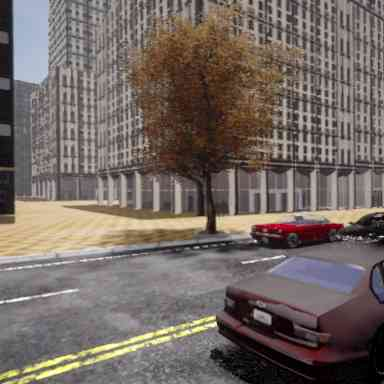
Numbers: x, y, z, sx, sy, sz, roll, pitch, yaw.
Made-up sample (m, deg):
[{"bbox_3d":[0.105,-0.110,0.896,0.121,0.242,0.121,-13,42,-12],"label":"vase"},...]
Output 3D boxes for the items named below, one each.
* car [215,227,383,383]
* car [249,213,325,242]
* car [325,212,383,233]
[{"bbox_3d":[2.897,1.574,5.502,5.357,1.411,2.033,0,0,-35],"label":"car"},{"bbox_3d":[4.838,1.661,15.114,4.718,1.301,1.895,0,0,-35],"label":"car"},{"bbox_3d":[7.604,1.570,13.092,4.892,1.490,1.837,0,0,-35],"label":"car"}]
